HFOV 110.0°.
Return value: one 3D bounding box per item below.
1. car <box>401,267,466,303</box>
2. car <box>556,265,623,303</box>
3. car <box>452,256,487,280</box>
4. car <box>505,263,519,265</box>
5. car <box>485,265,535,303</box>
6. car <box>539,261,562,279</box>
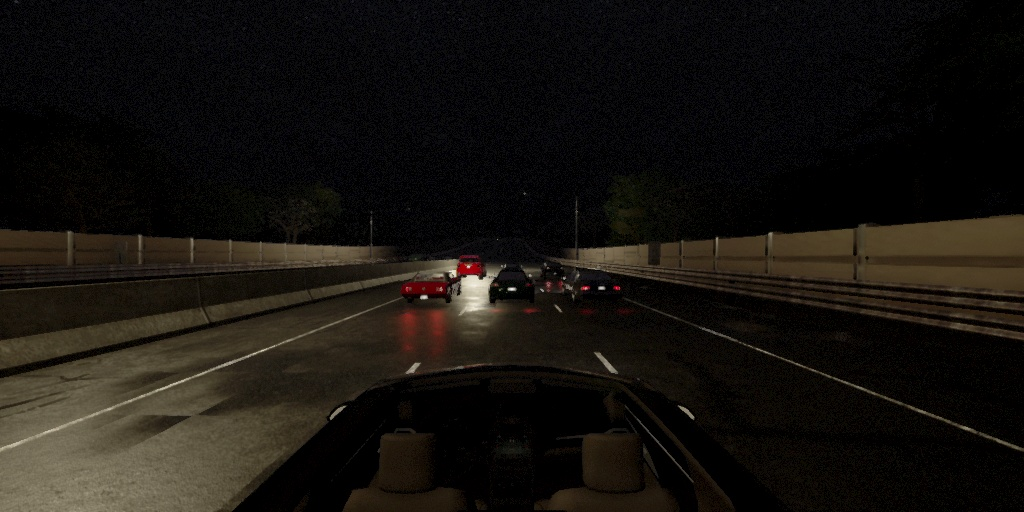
[{"bbox_3d":[-3.500,1.356,16.539,1.895,1.301,4.718,0,0,0],"label":"car"},{"bbox_3d":[3.500,1.303,16.509,2.033,1.411,5.357,0,0,0],"label":"car"},{"bbox_3d":[-3.499,0.982,31.544,2.150,2.045,5.566,0,0,0],"label":"car"},{"bbox_3d":[0.001,1.297,31.517,1.994,1.385,4.181,0,0,0],"label":"car"},{"bbox_3d":[0.000,1.312,16.509,1.994,1.385,4.181,0,0,0],"label":"car"},{"bbox_3d":[3.501,1.220,31.516,2.128,1.511,4.902,0,0,0],"label":"car"}]
